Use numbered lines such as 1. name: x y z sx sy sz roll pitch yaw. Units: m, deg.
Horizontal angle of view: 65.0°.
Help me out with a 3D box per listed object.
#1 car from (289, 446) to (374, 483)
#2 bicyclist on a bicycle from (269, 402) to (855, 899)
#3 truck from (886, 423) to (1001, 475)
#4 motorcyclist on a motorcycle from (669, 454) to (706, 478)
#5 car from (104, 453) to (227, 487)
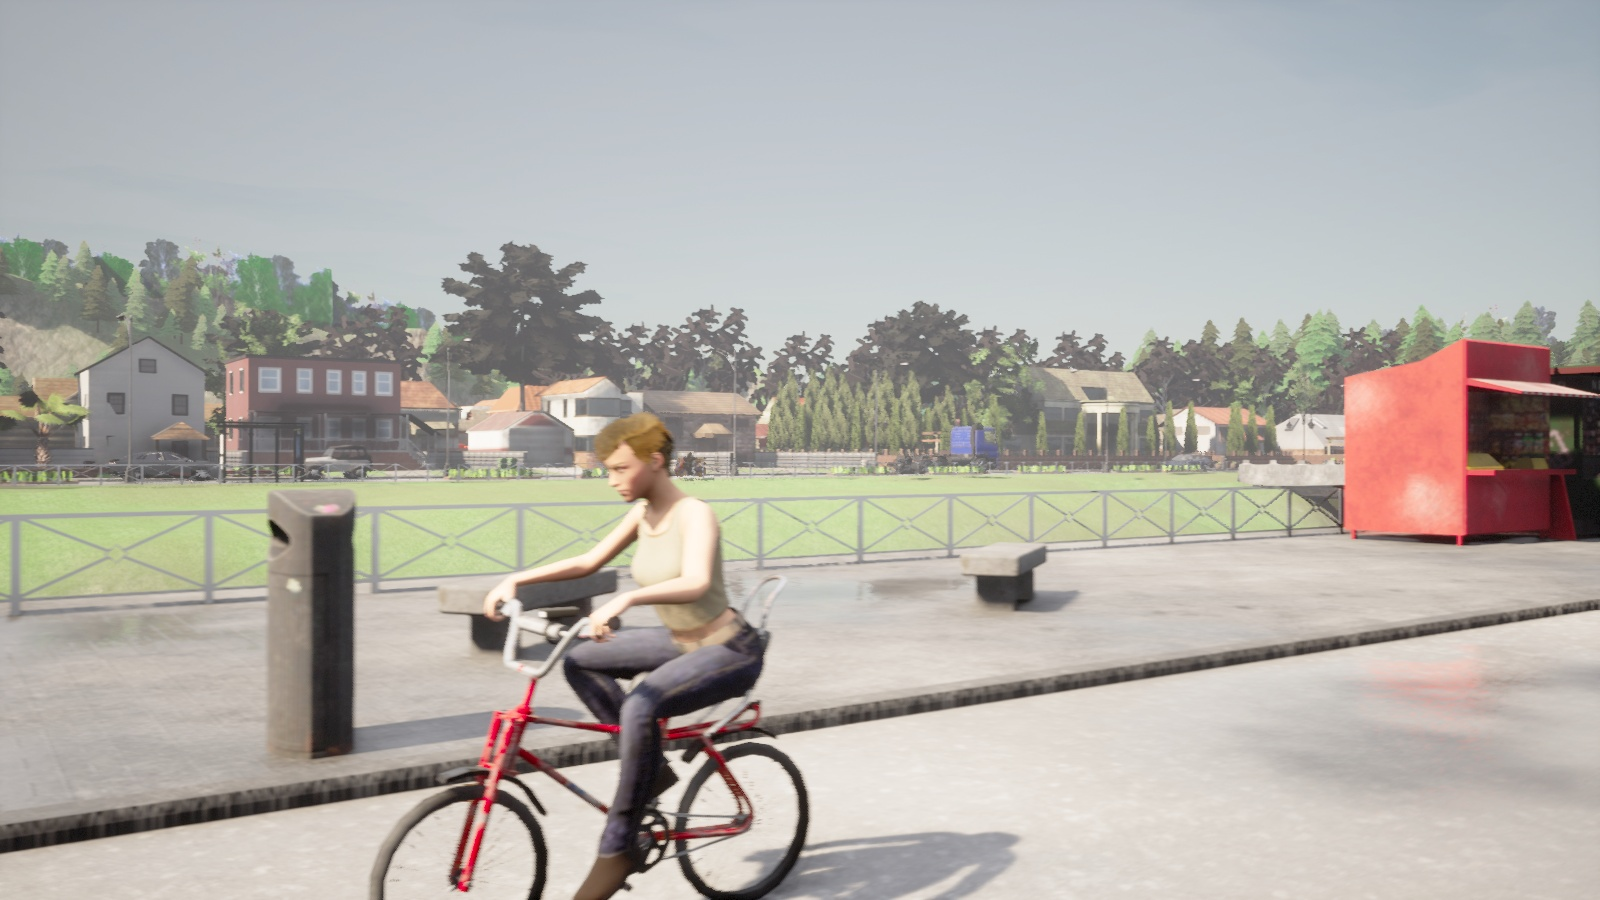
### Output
1. car: -24.977 0.758 66.945 3.866 1.878 1.905 0 0 -35
2. bicyclist on a bicycle: -0.700 0.692 3.785 1.509 1.612 0.866 0 0 -35
3. truck: 9.945 -0.046 86.377 7.936 3.462 2.891 0 0 -35
4. motorcyclist on a motorcycle: -7.095 0.990 79.393 2.191 1.530 0.866 0 0 -35
5. car: -29.672 0.908 58.803 4.902 1.511 2.128 0 0 -35
